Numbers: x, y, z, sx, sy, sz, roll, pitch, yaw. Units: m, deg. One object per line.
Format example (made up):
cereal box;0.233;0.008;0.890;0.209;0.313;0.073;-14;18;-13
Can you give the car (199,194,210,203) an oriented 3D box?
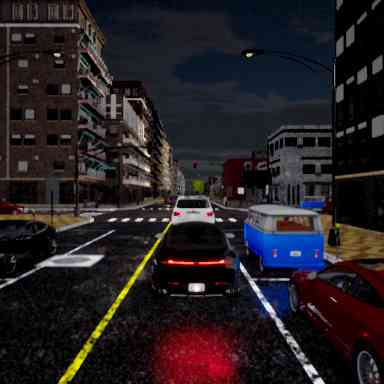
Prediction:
car;2.556;1.347;71.733;2.192;1.841;5.009;0;0;0

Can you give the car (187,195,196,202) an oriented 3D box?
car;-0.157;1.585;81.499;2.033;1.411;5.357;0;0;0

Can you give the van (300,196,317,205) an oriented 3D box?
van;14.824;1.411;39.623;3.998;1.788;1.690;0;0;0

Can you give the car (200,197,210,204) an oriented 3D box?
car;2.565;1.607;66.194;1.802;1.307;4.206;0;0;0

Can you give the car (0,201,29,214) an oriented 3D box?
car;-17.526;1.522;31.101;4.206;1.307;1.802;0;0;0

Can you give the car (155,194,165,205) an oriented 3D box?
car;-5.804;1.545;60.467;1.752;1.417;4.829;0;0;0

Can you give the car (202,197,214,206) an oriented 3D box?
car;2.587;1.540;55.285;1.752;1.417;4.829;0;0;0

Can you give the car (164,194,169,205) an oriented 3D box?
car;-3.189;1.369;57.788;2.097;1.767;4.553;0;0;0

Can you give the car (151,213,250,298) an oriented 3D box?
car;0.081;1.502;8.511;1.837;1.490;4.892;0;0;0

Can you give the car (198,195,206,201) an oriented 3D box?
car;2.523;1.608;88.350;2.008;1.369;4.403;0;0;0

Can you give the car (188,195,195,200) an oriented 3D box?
car;-0.176;1.547;91.949;1.895;1.301;4.718;0;0;0

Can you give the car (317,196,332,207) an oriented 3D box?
car;14.862;1.346;31.244;5.009;1.841;2.192;0;0;0

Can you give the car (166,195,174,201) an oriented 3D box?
car;-5.858;1.582;88.164;1.752;1.417;4.829;0;0;0

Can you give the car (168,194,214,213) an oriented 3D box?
car;0.054;1.218;18.512;2.150;2.045;5.566;0;0;0

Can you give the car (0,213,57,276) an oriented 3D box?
car;-5.707;1.563;10.338;1.947;1.339;4.313;0;0;0

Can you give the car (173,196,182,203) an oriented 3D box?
car;-3.141;1.629;73.503;1.895;1.301;4.718;0;0;0

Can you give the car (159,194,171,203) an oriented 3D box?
car;-5.825;1.347;71.716;2.192;1.841;5.009;0;0;0

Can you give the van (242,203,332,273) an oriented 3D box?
van;2.641;1.338;10.328;1.690;1.788;3.998;0;0;0

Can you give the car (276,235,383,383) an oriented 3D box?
car;2.651;1.581;4.639;1.802;1.307;4.206;0;0;0
